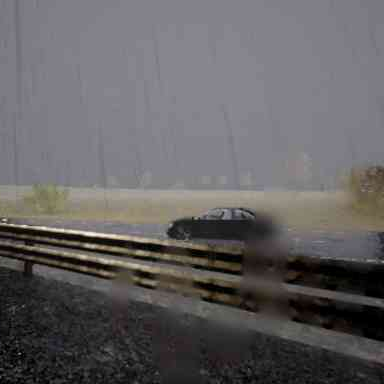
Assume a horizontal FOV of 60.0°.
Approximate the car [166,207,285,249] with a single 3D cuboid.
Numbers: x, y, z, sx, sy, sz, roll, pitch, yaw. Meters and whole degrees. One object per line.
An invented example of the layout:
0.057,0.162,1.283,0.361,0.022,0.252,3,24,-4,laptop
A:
1.306,1.372,13.820,4.902,1.511,2.128,0,0,21,car
